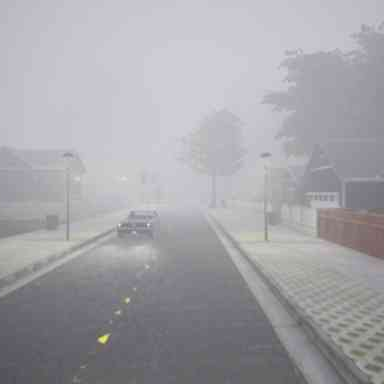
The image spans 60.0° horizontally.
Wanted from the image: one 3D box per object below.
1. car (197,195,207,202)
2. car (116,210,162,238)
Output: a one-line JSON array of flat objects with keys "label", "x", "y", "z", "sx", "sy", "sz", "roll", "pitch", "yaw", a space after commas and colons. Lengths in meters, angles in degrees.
[{"label": "car", "x": 3.154, "y": 1.904, "z": 91.535, "sx": 1.967, "sy": 1.590, "sz": 4.097, "roll": 0, "pitch": 0, "yaw": 0}, {"label": "car", "x": -2.811, "y": 1.685, "z": 18.412, "sx": 1.895, "sy": 1.301, "sz": 4.718, "roll": 0, "pitch": 0, "yaw": 0}]
